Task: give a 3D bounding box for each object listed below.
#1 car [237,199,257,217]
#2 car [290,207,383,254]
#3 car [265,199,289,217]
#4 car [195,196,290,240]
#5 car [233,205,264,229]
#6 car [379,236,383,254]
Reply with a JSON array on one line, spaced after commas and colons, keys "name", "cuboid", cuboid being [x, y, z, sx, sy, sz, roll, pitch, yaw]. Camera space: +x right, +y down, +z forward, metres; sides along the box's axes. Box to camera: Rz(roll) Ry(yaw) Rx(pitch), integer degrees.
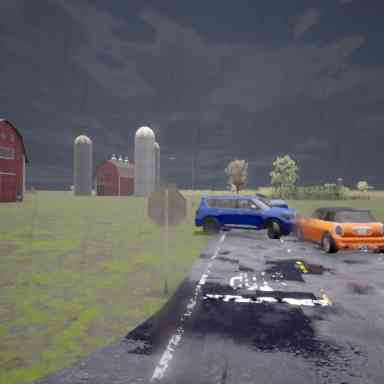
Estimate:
[{"name": "car", "cuboid": [5.439, 1.502, 33.032, 1.837, 1.490, 4.892, 0, 0, 9]}, {"name": "car", "cuboid": [5.858, 1.377, 13.617, 2.097, 1.767, 4.553, 0, 0, -1]}, {"name": "car", "cuboid": [8.262, 1.476, 32.773, 1.882, 1.535, 5.008, 0, 0, 9]}, {"name": "car", "cuboid": [2.815, 1.207, 17.305, 5.566, 2.045, 2.150, 0, 0, 31]}, {"name": "car", "cuboid": [3.810, 1.601, 22.721, 1.895, 1.301, 4.718, 0, 0, 9]}, {"name": "car", "cuboid": [4.665, 1.481, 3.098, 1.882, 1.535, 5.008, 0, 0, -20]}]
